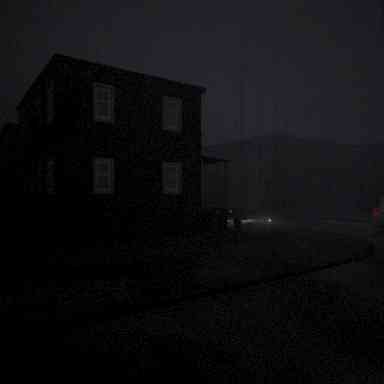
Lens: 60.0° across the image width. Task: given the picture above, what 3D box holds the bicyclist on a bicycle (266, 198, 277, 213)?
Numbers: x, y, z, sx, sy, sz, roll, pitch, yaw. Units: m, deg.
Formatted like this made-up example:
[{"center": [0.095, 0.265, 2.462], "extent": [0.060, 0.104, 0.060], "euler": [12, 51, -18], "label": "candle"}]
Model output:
[{"center": [8.304, 1.348, 34.786], "extent": [1.656, 1.620, 0.582], "euler": [0, 0, -35], "label": "bicyclist on a bicycle"}]

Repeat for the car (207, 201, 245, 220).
[{"center": [2.497, 1.525, 28.462], "extent": [1.812, 1.442, 4.674], "euler": [0, 0, -35], "label": "car"}]

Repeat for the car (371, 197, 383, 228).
[{"center": [11.941, 1.223, 16.309], "extent": [5.566, 2.045, 2.150], "euler": [0, 0, 44], "label": "car"}]
